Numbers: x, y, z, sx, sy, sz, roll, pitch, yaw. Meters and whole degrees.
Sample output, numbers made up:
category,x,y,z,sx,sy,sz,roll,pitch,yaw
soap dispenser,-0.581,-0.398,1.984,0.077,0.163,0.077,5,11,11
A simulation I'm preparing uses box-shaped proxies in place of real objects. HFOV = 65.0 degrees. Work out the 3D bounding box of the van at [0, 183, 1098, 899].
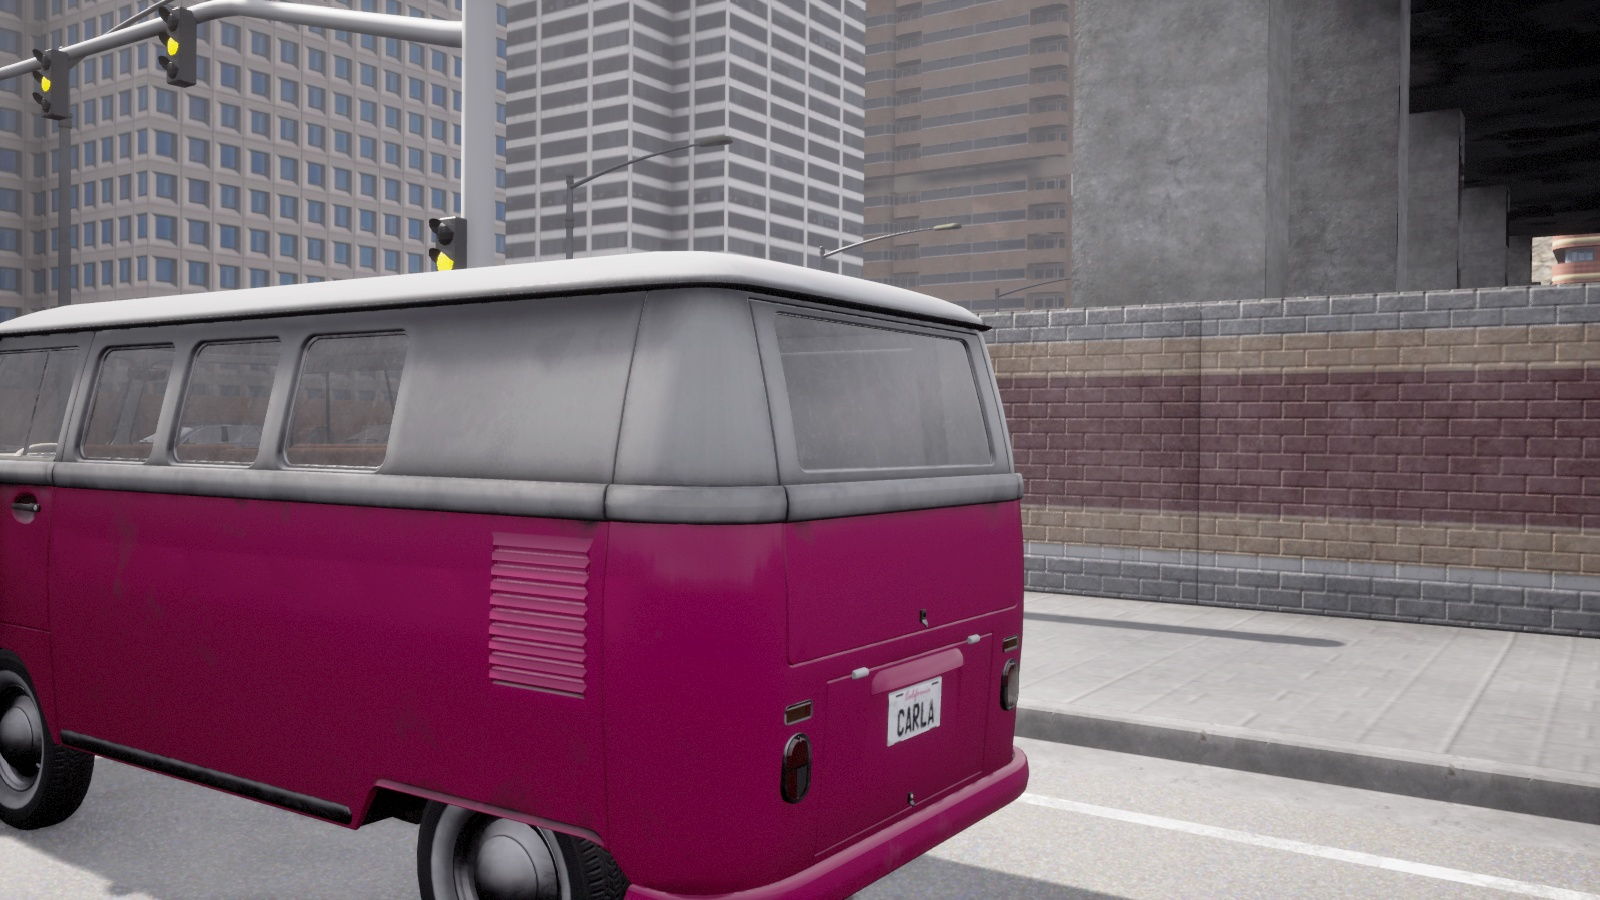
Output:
category,x,y,z,sx,sy,sz,roll,pitch,yaw
van,-1.387,0.435,4.539,4.442,1.987,1.775,0,1,34

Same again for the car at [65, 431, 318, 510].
category,x,y,z,sx,sy,sz,roll,pitch,yaw
car,-13.874,0.392,28.947,2.033,1.649,4.856,0,1,34
